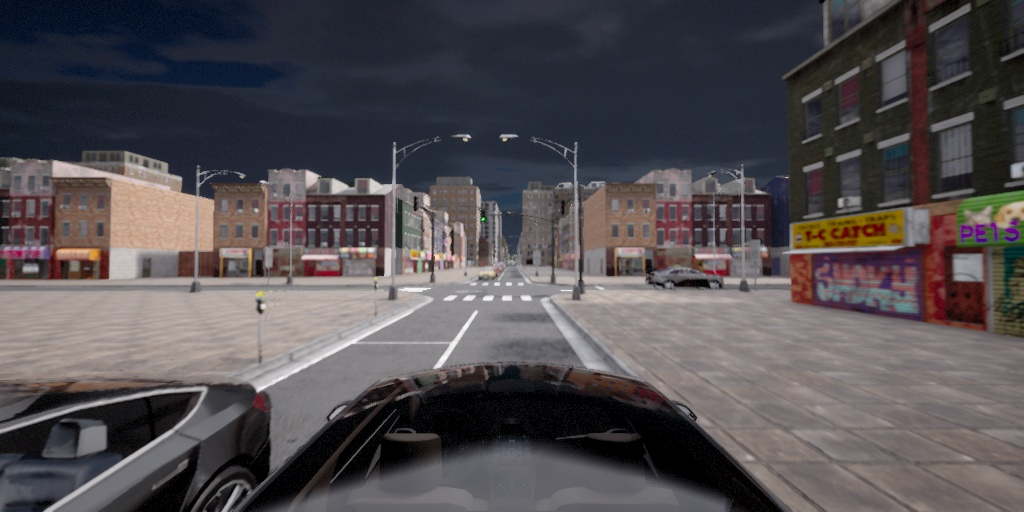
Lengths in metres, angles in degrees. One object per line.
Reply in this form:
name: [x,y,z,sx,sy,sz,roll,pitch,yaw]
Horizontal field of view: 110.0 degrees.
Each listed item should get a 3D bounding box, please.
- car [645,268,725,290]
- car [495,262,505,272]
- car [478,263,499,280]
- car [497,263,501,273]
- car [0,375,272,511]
car: [11.369,1.508,23.695,4.902,1.511,2.128,0,-1,0]
car: [-2.673,2.060,61.127,1.967,1.591,4.097,0,0,0]
car: [-2.659,1.797,38.540,1.751,1.417,4.829,0,0,0]
car: [-2.663,1.901,44.314,1.888,1.381,4.507,0,0,0]
car: [-2.637,1.305,0.945,1.948,1.339,4.313,0,0,0]
